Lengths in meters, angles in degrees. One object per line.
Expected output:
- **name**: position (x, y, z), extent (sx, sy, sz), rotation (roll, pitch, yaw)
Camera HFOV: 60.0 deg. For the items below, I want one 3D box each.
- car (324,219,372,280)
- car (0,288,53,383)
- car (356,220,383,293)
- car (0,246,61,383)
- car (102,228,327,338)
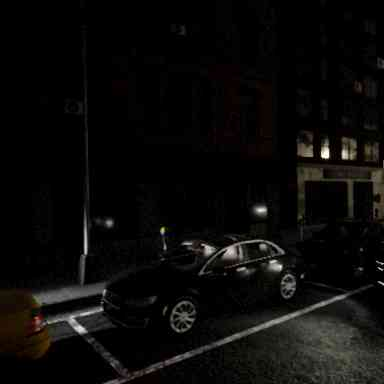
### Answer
- **car**: position (4.788, 1.499, 9.798), extent (4.313, 1.339, 1.947), rotation (-1, 0, -37)
- **car**: position (-2.553, 1.618, 1.166), extent (4.181, 1.385, 1.994), rotation (-1, 0, -37)
- **car**: position (5.987, 1.385, 7.531), extent (5.008, 1.535, 1.882), rotation (-1, 0, -37)
- **car**: position (-4.038, 1.610, 3.242), extent (4.829, 1.417, 1.752), rotation (-1, 0, -37)
- **car**: position (0.444, 1.558, 6.571), extent (4.403, 1.369, 2.008), rotation (-1, 0, -37)
